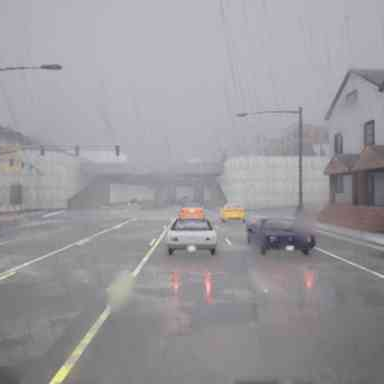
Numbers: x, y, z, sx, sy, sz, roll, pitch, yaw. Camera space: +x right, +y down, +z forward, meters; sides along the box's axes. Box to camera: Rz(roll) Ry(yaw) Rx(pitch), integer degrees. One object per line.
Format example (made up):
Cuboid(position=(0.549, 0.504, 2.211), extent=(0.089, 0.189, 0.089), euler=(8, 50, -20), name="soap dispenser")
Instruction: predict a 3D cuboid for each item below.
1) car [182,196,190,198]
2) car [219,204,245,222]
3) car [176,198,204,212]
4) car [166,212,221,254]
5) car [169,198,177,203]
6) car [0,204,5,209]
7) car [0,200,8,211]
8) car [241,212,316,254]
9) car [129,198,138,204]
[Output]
Cuboid(position=(-1.425, 2.055, 89.197), extent=(2.150, 2.045, 5.566), euler=(0, -1, 2), name="car")
Cuboid(position=(3.500, 1.771, 29.472), extent=(1.882, 1.535, 5.008), euler=(0, -1, 0), name="car")
Cuboid(position=(-0.011, 1.633, 29.067), extent=(2.097, 1.767, 4.553), euler=(0, -1, 0), name="car")
Cuboid(position=(-0.004, 1.734, 14.090), extent=(1.895, 1.301, 4.718), euler=(0, 0, 0), name="car")
Cuboid(position=(-4.921, 2.297, 89.076), extent=(1.882, 1.535, 5.008), euler=(0, -1, 2), name="car")
Cuboid(position=(-29.017, 1.733, 46.765), extent=(1.853, 1.218, 4.536), euler=(0, -1, 29), name="car")
Cuboid(position=(-28.992, 1.891, 46.809), extent=(2.038, 1.542, 4.974), euler=(0, -1, 29), name="car")
Cuboid(position=(3.496, 1.734, 14.091), extent=(1.895, 1.301, 4.718), euler=(0, 0, 0), name="car")
Cuboid(position=(-15.397, 2.347, 87.946), extent=(1.812, 1.442, 4.674), euler=(0, -1, -1), name="car")
